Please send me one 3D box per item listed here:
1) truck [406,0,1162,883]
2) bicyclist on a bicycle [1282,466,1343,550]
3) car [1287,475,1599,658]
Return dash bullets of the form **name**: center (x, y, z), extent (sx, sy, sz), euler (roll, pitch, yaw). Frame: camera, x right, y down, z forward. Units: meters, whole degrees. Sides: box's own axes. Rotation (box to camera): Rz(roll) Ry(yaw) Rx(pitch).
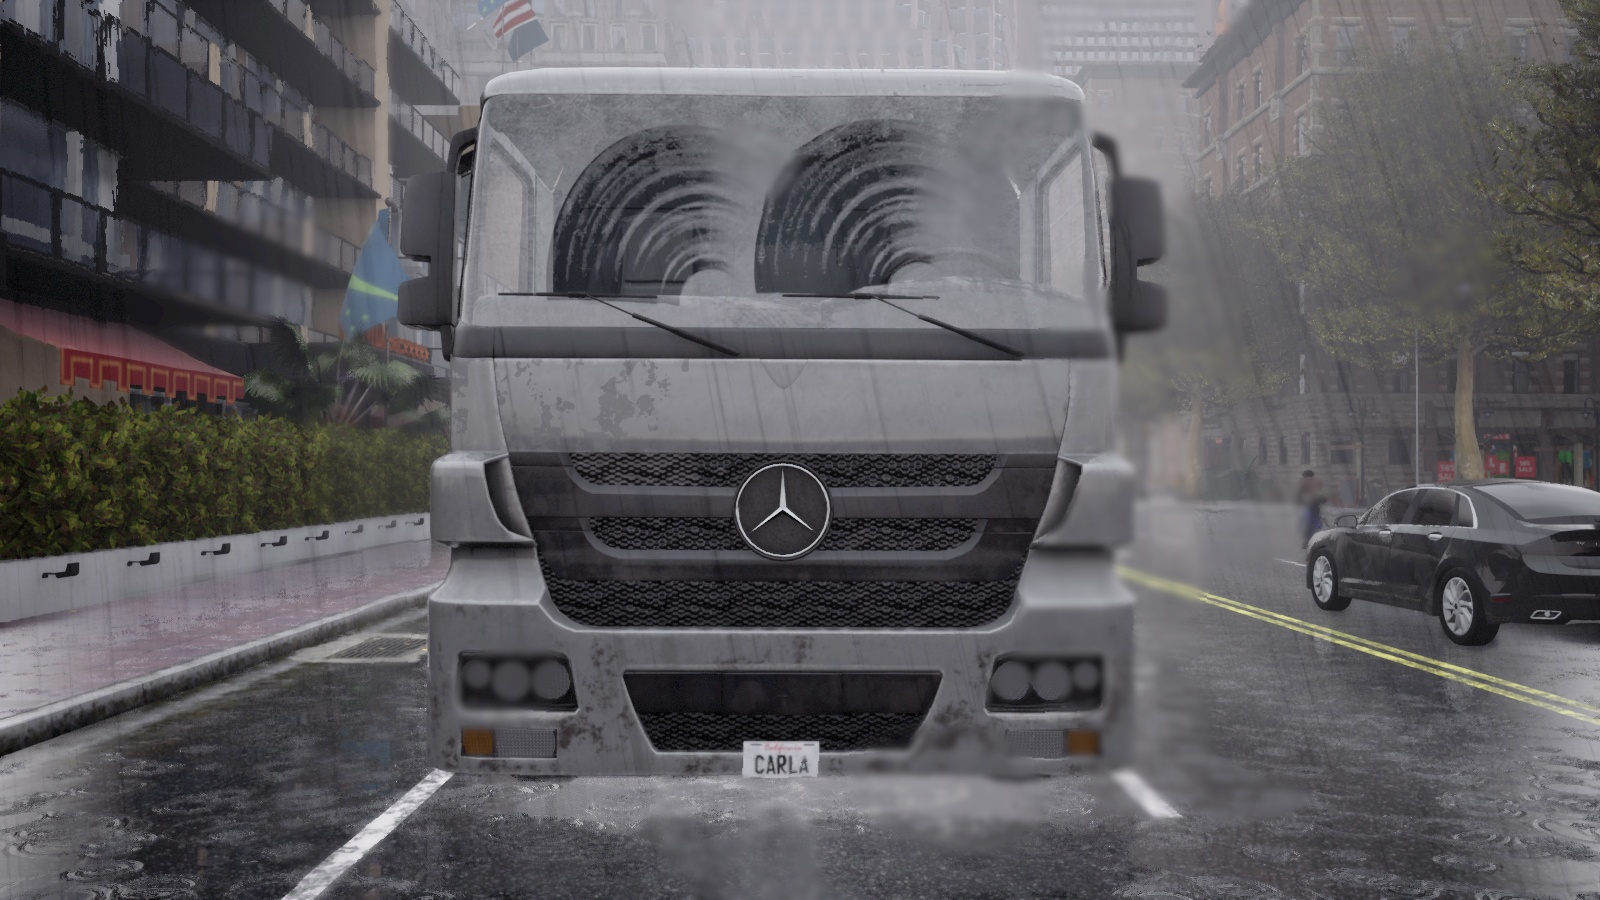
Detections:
- **truck**: center (-0.100, -0.020, 8.798), extent (2.891, 3.462, 7.936), euler (0, -1, -1)
- **bicyclist on a bicycle**: center (10.281, 1.149, 25.241), extent (0.582, 1.620, 1.656), euler (0, -1, 1)
- **car**: center (6.867, 1.007, 12.815), extent (1.837, 1.490, 4.892), euler (0, -1, -1)
